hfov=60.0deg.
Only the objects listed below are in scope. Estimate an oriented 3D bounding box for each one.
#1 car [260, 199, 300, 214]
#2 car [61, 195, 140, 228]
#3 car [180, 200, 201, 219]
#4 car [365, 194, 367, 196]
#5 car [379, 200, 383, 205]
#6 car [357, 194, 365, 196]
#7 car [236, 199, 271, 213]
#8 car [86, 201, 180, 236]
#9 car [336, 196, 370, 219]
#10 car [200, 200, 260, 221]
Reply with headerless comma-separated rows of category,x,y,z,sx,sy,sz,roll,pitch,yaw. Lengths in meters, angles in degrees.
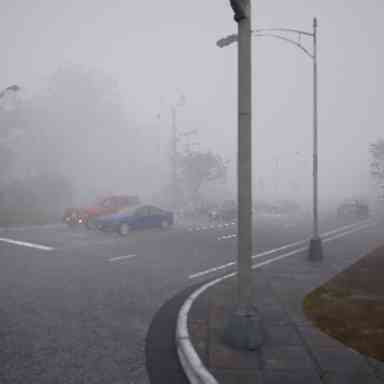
car,9.644,1.485,35.054,2.033,1.411,5.357,0,1,39
car,-5.619,1.243,21.659,2.150,2.045,5.566,0,0,37
car,0.660,1.502,29.456,2.128,1.511,4.902,0,0,39
car,26.239,1.062,51.336,1.812,1.442,4.674,0,1,31
car,28.061,1.176,47.616,1.895,1.301,4.718,0,1,34
car,20.609,1.303,43.067,1.994,1.385,4.181,0,1,36
car,6.972,1.541,37.315,1.895,1.301,4.718,0,1,39
car,-3.192,1.495,19.058,1.882,1.535,5.008,0,0,39
car,14.128,1.438,29.148,2.128,1.511,4.902,0,0,39
car,3.196,1.499,27.022,2.128,1.511,4.902,0,0,39
